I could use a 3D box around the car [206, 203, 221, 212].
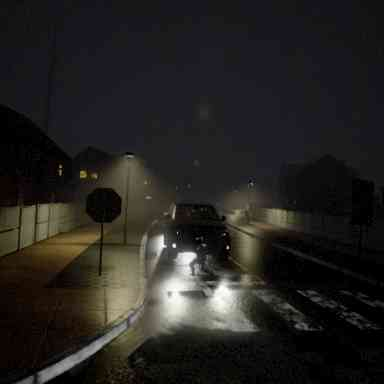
[{"bbox_3d":[3.960,2.703,60.486,2.033,1.411,5.357,3,-1,9],"label":"car"}]

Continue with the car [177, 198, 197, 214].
[{"bbox_3d":[-0.634,2.014,47.898,2.150,2.045,5.566,3,-1,5],"label":"car"}]

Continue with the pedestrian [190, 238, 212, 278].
[{"bbox_3d":[0.265,1.433,9.294,0.375,1.860,0.375,2,-1,-9],"label":"pedestrian"}]

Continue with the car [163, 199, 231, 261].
[{"bbox_3d":[0.014,1.445,13.727,2.150,2.045,5.566,3,-1,-7],"label":"car"}]

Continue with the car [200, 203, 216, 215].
[{"bbox_3d":[2.478,2.517,50.024,2.033,1.411,5.357,3,-1,6],"label":"car"}]

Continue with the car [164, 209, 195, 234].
[{"bbox_3d":[-0.949,1.988,23.400,1.895,1.301,4.718,3,-1,-3],"label":"car"}]

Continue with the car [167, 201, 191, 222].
[{"bbox_3d":[-1.257,1.917,33.716,2.097,1.767,4.553,3,-1,1],"label":"car"}]
